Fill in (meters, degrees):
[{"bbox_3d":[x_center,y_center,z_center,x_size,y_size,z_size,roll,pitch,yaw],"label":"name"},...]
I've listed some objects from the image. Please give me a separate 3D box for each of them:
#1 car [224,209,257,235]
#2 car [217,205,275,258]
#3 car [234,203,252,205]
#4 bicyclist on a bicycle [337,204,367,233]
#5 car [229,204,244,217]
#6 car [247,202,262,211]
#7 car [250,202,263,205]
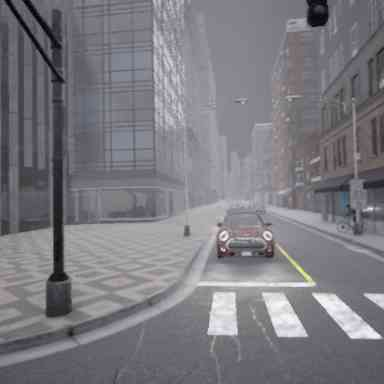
[{"bbox_3d":[3.328,1.987,23.352,2.033,1.411,5.357,-1,-1,7],"label":"car"},{"bbox_3d":[2.165,1.614,13.865,2.097,1.767,4.553,-1,-1,7],"label":"car"},{"bbox_3d":[4.533,2.113,33.141,2.128,1.511,4.902,-1,-1,7],"label":"car"},{"bbox_3d":[9.056,1.519,18.856,1.656,1.620,0.582,-2,-1,7],"label":"bicyclist on a bicycle"},{"bbox_3d":[5.767,2.328,42.950,1.812,1.442,4.674,-1,-1,8],"label":"car"},{"bbox_3d":[10.718,2.496,57.460,2.128,1.511,4.902,-1,-1,7],"label":"car"},{"bbox_3d":[9.486,2.362,47.331,2.033,1.411,5.357,-1,-1,7],"label":"car"}]
